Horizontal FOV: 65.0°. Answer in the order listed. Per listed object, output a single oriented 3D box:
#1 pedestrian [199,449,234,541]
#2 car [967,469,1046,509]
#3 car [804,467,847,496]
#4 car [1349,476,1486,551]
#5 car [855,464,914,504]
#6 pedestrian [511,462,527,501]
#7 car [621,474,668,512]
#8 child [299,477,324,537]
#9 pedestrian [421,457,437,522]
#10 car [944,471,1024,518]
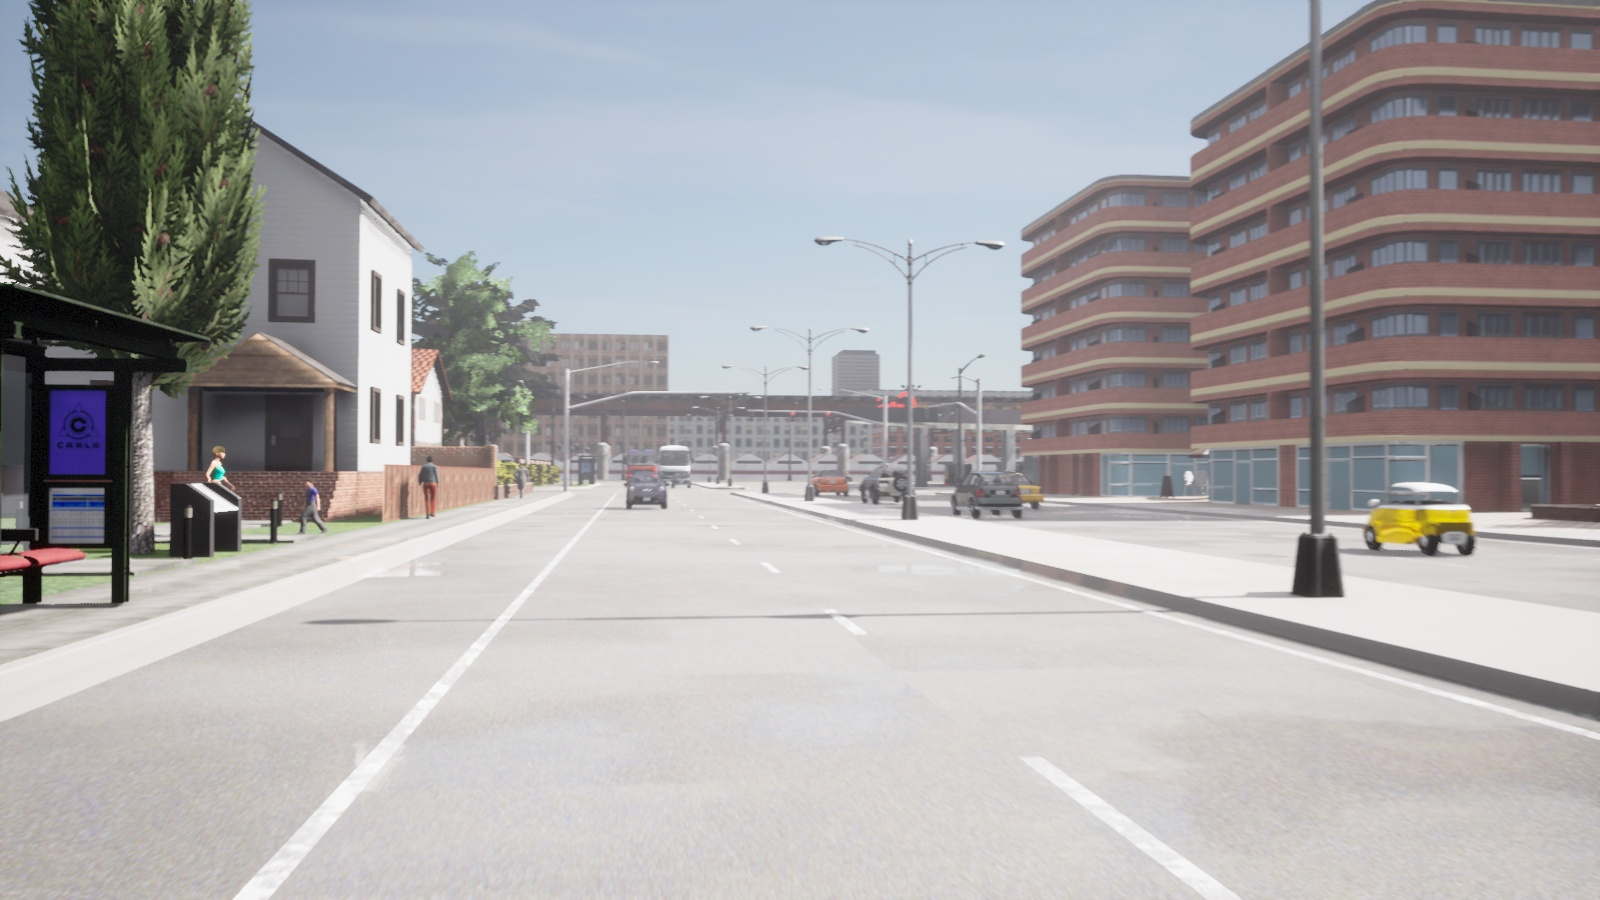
[{"bbox_3d":[-11.828,0.908,25.456,0.594,1.836,0.345,0,-1,-14],"label":"pedestrian"},{"bbox_3d":[8.582,1.592,52.702,1.801,1.575,5.366,0,-1,-8],"label":"car"},{"bbox_3d":[1.564,1.992,79.189,2.097,1.767,4.553,0,-1,-7],"label":"car"},{"bbox_3d":[12.081,1.221,24.684,1.481,1.376,2.207,0,-1,-4],"label":"car"},{"bbox_3d":[4.016,1.626,60.570,1.932,1.855,4.605,0,-1,-7],"label":"car"},{"bbox_3d":[-14.149,1.603,63.238,0.659,1.952,0.873,0,-1,-6],"label":"pedestrian"},{"bbox_3d":[-6.318,1.715,50.962,1.845,1.501,3.633,0,-1,-8],"label":"car"},{"bbox_3d":[-10.273,1.196,26.421,0.437,1.263,0.270,0,-1,-32],"label":"child"},{"bbox_3d":[-10.749,1.135,36.357,0.353,1.847,0.614,0,-1,-7],"label":"pedestrian"},{"bbox_3d":[6.286,1.487,43.324,1.789,1.549,3.705,0,-1,-8],"label":"car"}]
